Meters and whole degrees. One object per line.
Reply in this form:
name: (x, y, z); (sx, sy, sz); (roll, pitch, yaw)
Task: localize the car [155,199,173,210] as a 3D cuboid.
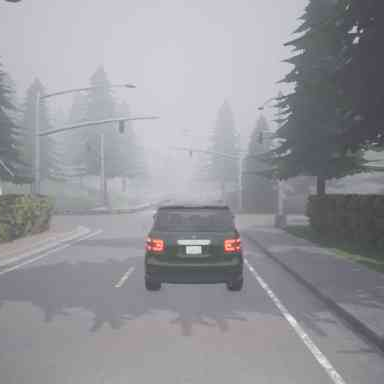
car: (-3.649, 1.601, 43.987); (1.895, 1.301, 4.718); (0, 0, 0)

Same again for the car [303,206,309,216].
car: (11.083, 1.476, 25.528); (4.902, 1.511, 2.128); (0, 0, 0)

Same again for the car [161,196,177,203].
car: (-4.884, 1.501, 69.146); (1.837, 1.490, 4.892); (0, 0, -24)

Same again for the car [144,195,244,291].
car: (0.052, 1.221, 9.156); (2.150, 2.045, 5.566); (0, 0, 0)

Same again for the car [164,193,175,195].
car: (-3.652, 1.222, 54.353); (2.150, 2.045, 5.566); (0, 0, -1)

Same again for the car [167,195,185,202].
car: (-3.628, 1.524, 74.105); (1.812, 1.442, 4.674); (0, 0, -35)
